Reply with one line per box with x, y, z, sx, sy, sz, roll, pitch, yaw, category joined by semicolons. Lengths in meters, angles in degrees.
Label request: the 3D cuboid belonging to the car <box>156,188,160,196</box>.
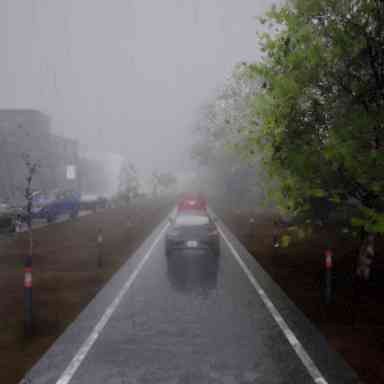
-9.071;0.075;73.327;2.435;2.045;5.566;0;1;1;car

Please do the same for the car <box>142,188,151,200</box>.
-9.048;0.529;57.900;2.097;1.535;5.008;0;1;2;car

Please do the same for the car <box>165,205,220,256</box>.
0.037;1.397;12.388;1.812;1.442;4.674;0;0;1;car

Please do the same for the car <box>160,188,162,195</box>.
-9.082;0.260;80.075;2.002;1.452;4.674;0;1;0;car

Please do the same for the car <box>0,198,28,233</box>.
-8.976;1.024;13.564;2.185;1.767;4.553;0;0;2;car

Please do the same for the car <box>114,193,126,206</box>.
-9.013;0.874;35.712;2.231;1.521;4.892;0;1;2;car

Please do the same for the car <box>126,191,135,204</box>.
-9.022;0.790;41.268;2.097;1.535;5.008;0;0;2;car

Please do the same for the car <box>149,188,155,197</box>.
-9.057;0.436;63.447;2.097;1.535;5.008;0;1;2;car

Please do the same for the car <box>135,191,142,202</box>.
-9.039;0.679;47.648;1.946;1.575;5.366;0;1;2;car

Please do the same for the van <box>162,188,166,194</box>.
-9.105;-0.154;91.041;1.878;1.987;4.442;0;1;2;van

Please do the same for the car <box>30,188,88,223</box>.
-8.991;0.789;21.215;2.435;2.045;5.566;0;1;2;car

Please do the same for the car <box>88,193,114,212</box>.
-9.004;0.935;30.171;2.097;1.535;5.008;0;1;2;car

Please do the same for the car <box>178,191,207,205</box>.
0.030;0.910;27.003;2.150;2.045;5.566;0;1;0;car
